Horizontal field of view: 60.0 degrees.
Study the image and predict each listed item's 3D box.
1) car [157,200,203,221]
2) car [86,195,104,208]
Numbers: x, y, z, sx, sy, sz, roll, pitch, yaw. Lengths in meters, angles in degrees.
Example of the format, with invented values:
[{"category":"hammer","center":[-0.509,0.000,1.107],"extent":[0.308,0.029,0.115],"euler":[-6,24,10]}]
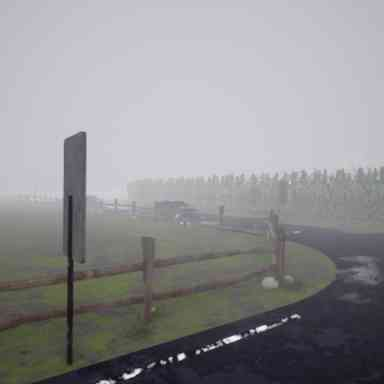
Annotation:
[{"category":"car","center":[-1.117,1.379,25.777],"extent":[1.837,1.490,4.892],"euler":[1,0,-35]},{"category":"car","center":[-12.959,1.122,42.725],"extent":[2.097,1.767,4.553],"euler":[1,0,-35]}]
